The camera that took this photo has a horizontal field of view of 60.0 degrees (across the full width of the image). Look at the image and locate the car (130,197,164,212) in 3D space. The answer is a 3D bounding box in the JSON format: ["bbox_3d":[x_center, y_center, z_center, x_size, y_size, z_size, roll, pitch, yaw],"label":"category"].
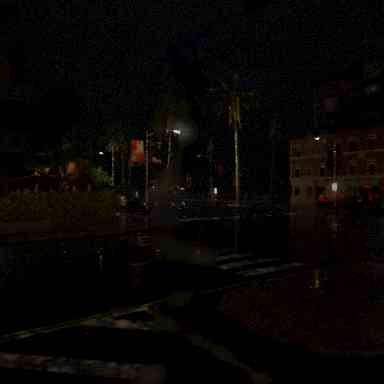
[{"bbox_3d":[-5.578,1.372,38.856,2.097,1.767,4.553,0,0,-35],"label":"car"}]

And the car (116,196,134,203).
[{"bbox_3d":[-13.874,1.555,68.704,1.812,1.442,4.674,0,0,-39],"label":"car"}]

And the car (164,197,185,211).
[{"bbox_3d":[-2.744,1.376,40.916,2.097,1.767,4.553,0,0,-35],"label":"car"}]

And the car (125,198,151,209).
[{"bbox_3d":[-7.913,1.625,48.275,1.895,1.301,4.718,0,0,-35],"label":"car"}]
